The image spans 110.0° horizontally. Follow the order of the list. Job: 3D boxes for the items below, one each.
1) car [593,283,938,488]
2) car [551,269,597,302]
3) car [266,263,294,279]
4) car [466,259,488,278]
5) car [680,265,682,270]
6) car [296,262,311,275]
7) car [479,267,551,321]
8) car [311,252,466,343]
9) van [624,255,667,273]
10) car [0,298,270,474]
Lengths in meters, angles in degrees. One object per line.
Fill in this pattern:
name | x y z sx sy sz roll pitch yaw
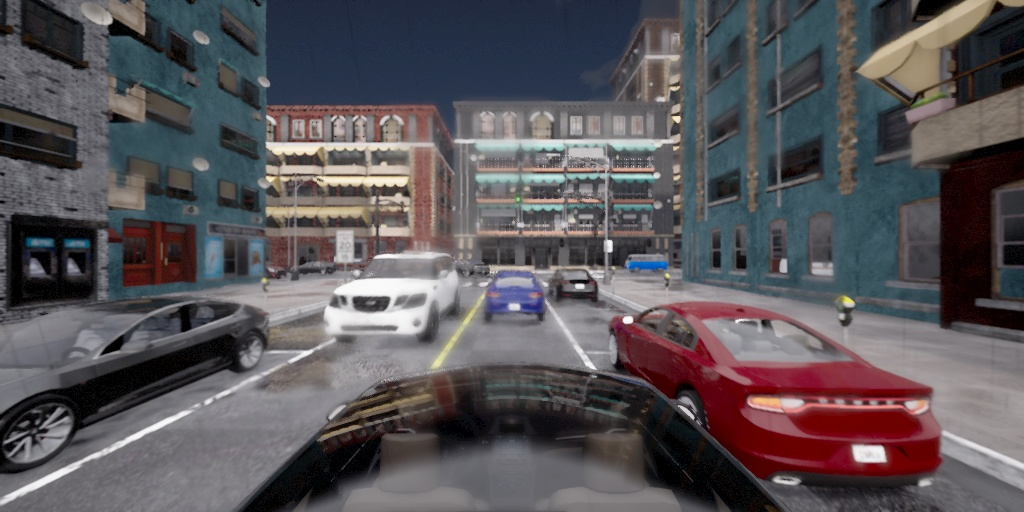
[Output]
car | 2.577 1.269 4.814 1.888 1.381 4.507 0 0 0
car | 2.624 1.202 15.941 1.948 1.339 4.313 0 0 0
car | -19.547 1.059 27.423 4.097 1.591 1.967 0 0 0
car | -3.948 1.031 29.967 2.128 1.511 4.902 1 -1 -44
car | 18.870 0.980 35.470 4.207 1.307 1.802 0 0 0
car | -19.555 1.194 35.562 4.403 1.370 2.007 0 0 0
car | 0.114 1.193 11.984 1.812 1.442 4.674 0 1 1
car | -2.804 0.904 9.825 2.150 2.045 5.566 0 1 0
van | 13.230 0.774 35.465 3.998 1.789 1.690 0 0 0
car | -5.271 1.290 4.823 1.948 1.339 4.313 0 0 0
